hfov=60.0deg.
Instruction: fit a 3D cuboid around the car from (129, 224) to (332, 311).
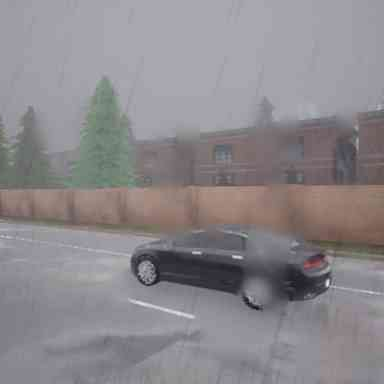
[{"bbox_3d":[0.638,1.517,7.834,4.892,1.490,1.837,0,0,35],"label":"car"}]
